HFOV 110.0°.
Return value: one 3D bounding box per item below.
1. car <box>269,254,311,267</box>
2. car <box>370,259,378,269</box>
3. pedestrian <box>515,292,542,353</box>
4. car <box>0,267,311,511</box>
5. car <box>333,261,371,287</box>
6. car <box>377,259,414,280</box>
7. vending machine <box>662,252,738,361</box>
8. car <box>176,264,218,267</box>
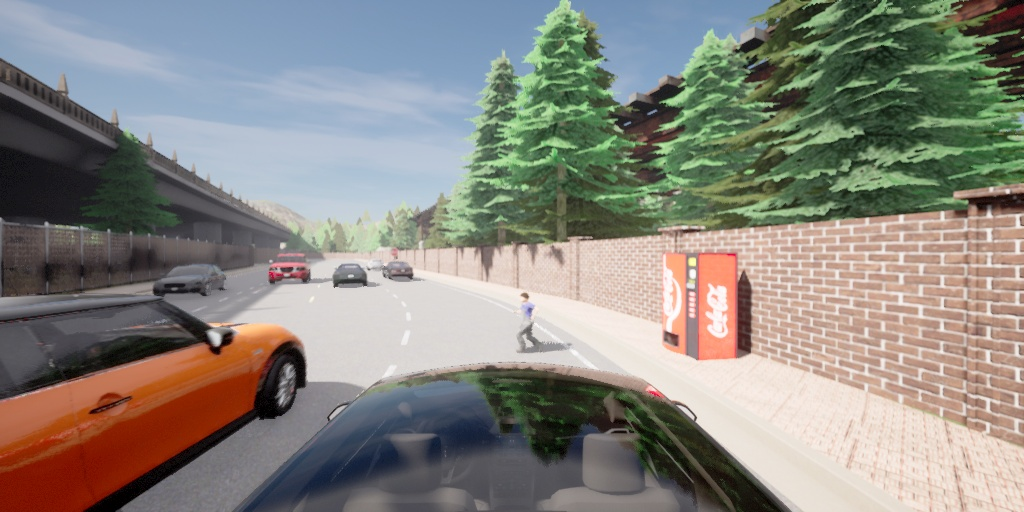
[{"bbox_3d":[-15.530,0.851,25.283,2.150,2.045,5.566,0,0,-26],"label":"car"},{"bbox_3d":[-16.809,1.054,44.214,1.812,1.442,4.674,0,0,-24],"label":"car"},{"bbox_3d":[0.339,1.295,7.233,0.375,1.300,0.375,0,0,-10],"label":"pedestrian"},{"bbox_3d":[-3.782,1.095,2.994,2.097,1.767,4.553,0,0,-2],"label":"car"},{"bbox_3d":[-10.696,1.199,23.677,1.994,1.385,4.181,0,0,-25],"label":"car"},{"bbox_3d":[-9.280,1.154,29.017,2.033,1.411,5.357,0,0,-27],"label":"car"},{"bbox_3d":[3.516,0.918,6.815,1.100,2.100,0.880,0,0,-8],"label":"vending machine"},{"bbox_3d":[-15.777,1.172,17.819,1.837,1.490,4.892,0,0,-26],"label":"car"}]
